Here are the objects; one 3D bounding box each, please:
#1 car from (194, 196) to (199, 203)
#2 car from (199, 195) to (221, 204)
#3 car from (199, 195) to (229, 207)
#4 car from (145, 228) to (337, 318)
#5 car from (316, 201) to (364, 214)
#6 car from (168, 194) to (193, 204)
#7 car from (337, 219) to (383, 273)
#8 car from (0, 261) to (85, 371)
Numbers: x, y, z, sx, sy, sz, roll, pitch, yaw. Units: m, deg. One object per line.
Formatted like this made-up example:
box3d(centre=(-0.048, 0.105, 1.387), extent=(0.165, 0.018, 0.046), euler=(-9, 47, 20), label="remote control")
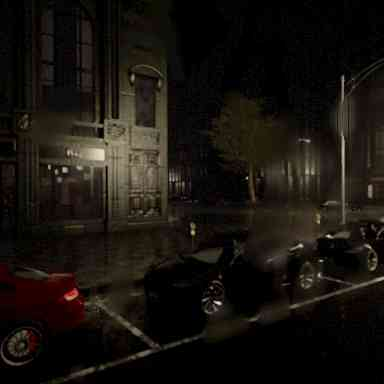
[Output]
box3d(centre=(3.066, 1.617, 60.772), extent=(2.128, 1.511, 4.902), euler=(0, 0, -35), label="car")
box3d(centre=(3.538, 1.473, 65.674), extent=(2.097, 1.767, 4.553), euler=(0, 0, -35), label="car")
box3d(centre=(3.834, 1.601, 53.917), extent=(1.882, 1.535, 5.008), euler=(0, 0, -35), label="car")
box3d(centre=(1.058, 1.566, 7.411), extent=(4.313, 1.339, 1.947), euler=(0, 0, -36), label="car")
box3d(centre=(16.221, 1.664, 36.660), extent=(1.895, 1.301, 4.718), euler=(0, 0, -36), label="car")
box3d(centre=(-2.884, 1.378, 68.954), extent=(2.150, 2.045, 5.566), euler=(0, 0, -36), label="car")
box3d(centre=(5.641, 1.566, 10.692), extent=(4.313, 1.339, 1.947), euler=(0, 0, -36), label="car")
box3d(centre=(-3.525, 1.582, 4.130), extent=(4.206, 1.307, 1.802), euler=(0, 0, -36), label="car")
